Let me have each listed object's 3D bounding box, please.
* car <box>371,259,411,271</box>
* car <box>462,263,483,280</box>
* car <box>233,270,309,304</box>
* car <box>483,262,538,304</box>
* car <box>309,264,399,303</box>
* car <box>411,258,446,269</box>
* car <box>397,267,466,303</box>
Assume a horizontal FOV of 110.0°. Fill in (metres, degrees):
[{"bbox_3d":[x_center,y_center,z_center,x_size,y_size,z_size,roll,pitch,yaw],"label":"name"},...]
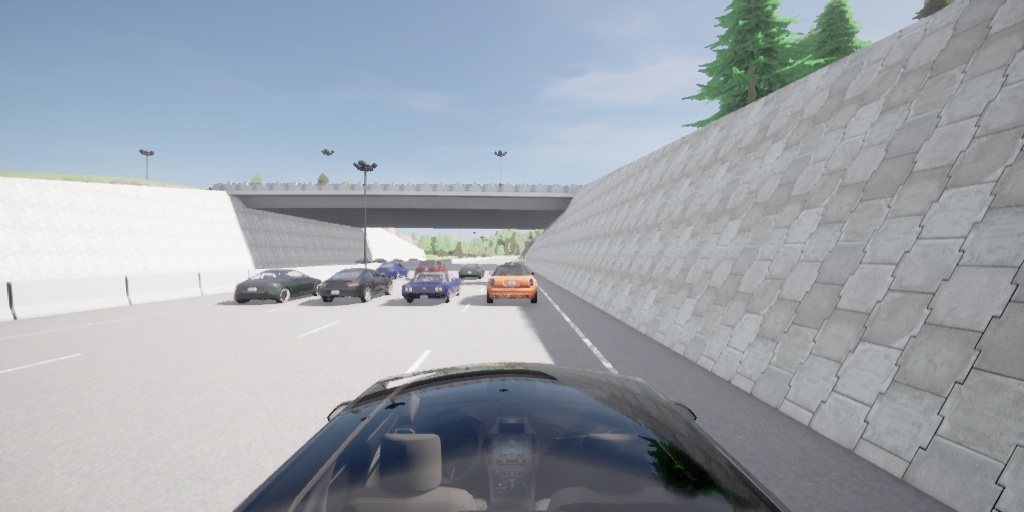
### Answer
[{"bbox_3d":[-10.500,1.280,31.500,1.812,1.442,4.674,0,0,0],"label":"car"},{"bbox_3d":[-3.500,1.320,31.500,1.994,1.385,4.181,0,0,0],"label":"car"},{"bbox_3d":[-10.500,1.319,16.500,1.994,1.385,4.181,0,0,0],"label":"car"},{"bbox_3d":[0.000,1.113,16.470,2.097,1.767,4.553,0,0,0],"label":"car"},{"bbox_3d":[-7.000,1.280,16.500,1.812,1.442,4.674,0,0,0],"label":"car"},{"bbox_3d":[-7.000,1.113,31.470,2.097,1.767,4.553,0,0,0],"label":"car"},{"bbox_3d":[-3.500,1.363,16.530,1.895,1.301,4.718,0,0,0],"label":"car"}]
